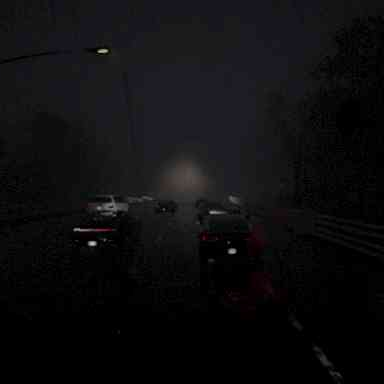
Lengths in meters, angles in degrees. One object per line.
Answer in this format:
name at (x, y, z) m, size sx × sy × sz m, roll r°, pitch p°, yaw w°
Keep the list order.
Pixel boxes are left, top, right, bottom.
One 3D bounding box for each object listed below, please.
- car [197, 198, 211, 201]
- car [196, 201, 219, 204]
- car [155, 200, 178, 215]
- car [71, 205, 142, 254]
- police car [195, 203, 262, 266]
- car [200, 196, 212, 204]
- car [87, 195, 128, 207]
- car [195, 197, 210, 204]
car at (1.565, 1.503, 27.427) m, size 1.837 × 1.490 × 4.892 m, roll 0°, pitch 0°, yaw 2°
car at (1.372, 1.522, 21.506) m, size 1.812 × 1.442 × 4.674 m, roll 0°, pitch 0°, yaw 2°
car at (-2.585, 1.523, 34.292) m, size 1.812 × 1.442 × 4.674 m, roll 0°, pitch 0°, yaw 3°
car at (-3.249, 1.486, 13.427) m, size 2.128 × 1.511 × 4.902 m, roll 0°, pitch 0°, yaw 1°
police car at (1.151, 1.422, 11.743) m, size 1.930 × 1.638 × 5.238 m, roll 0°, pitch 0°, yaw 1°
car at (2.669, 1.571, 63.811) m, size 2.033 × 1.411 × 5.357 m, roll 0°, pitch 0°, yaw 5°
car at (-6.423, 1.214, 26.001) m, size 2.150 × 2.045 × 5.566 m, roll 0°, pitch 0°, yaw 2°
car at (1.471, 1.572, 47.196) m, size 1.994 × 1.385 × 4.181 m, roll 0°, pitch 0°, yaw 4°
